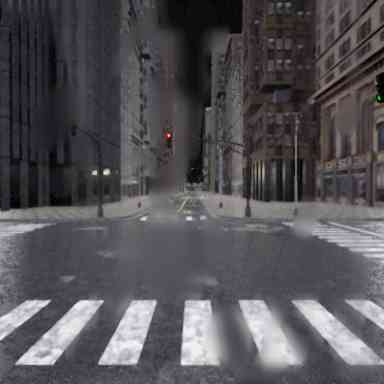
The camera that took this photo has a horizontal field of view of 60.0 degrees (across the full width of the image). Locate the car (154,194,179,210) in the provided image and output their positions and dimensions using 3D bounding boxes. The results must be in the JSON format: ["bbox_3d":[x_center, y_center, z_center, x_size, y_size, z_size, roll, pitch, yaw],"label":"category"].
[{"bbox_3d":[-2.919,1.048,36.414,2.097,1.767,4.553,0,0,0],"label":"car"}]
